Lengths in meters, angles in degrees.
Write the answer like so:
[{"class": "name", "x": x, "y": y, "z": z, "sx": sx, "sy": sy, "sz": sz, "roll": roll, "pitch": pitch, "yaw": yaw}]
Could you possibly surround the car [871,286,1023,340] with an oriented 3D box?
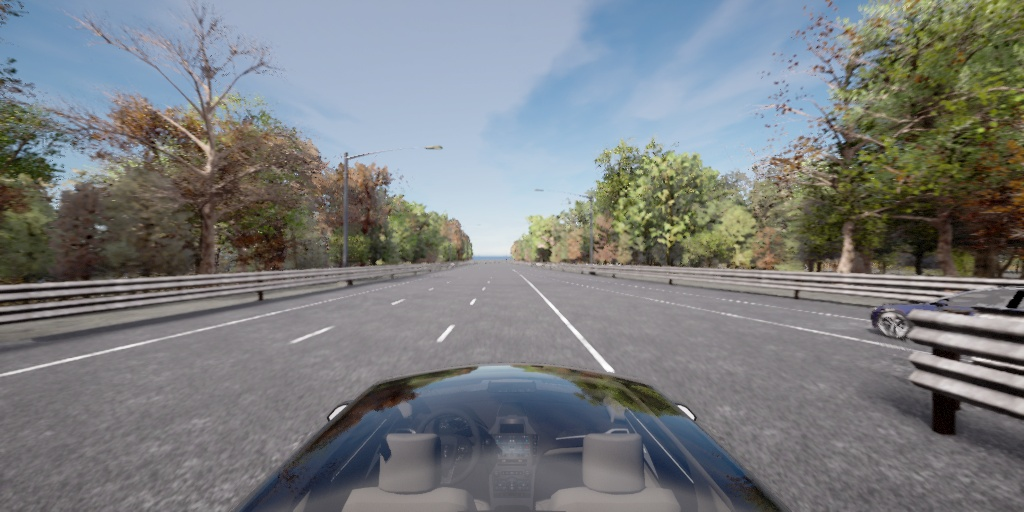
[{"class": "car", "x": 10.789, "y": 1.337, "z": 7.619, "sx": 2.163, "sy": 1.488, "sz": 4.792, "roll": 0, "pitch": 0, "yaw": -11}]
